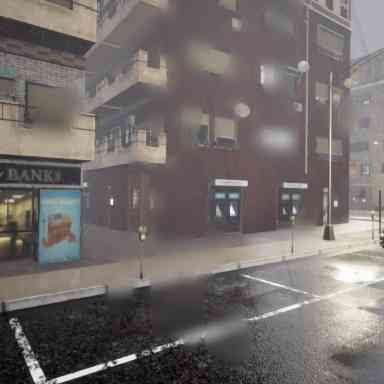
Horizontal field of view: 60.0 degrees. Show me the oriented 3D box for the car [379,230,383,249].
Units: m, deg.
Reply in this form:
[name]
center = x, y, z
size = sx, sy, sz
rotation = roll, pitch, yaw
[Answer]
[car]
center = 9.086, 1.554, 13.120
size = 4.403, 1.369, 2.008
rotation = 0, 1, -35
